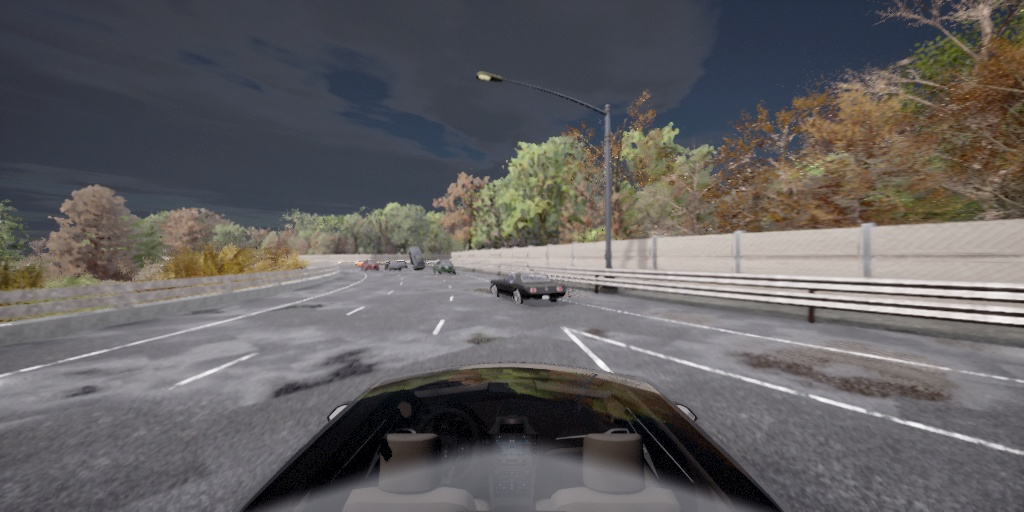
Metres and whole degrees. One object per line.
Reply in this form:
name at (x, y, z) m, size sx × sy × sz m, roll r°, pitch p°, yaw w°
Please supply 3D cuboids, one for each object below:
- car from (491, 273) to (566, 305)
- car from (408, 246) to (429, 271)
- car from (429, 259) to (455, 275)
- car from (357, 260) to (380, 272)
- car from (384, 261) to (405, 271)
car at (0.545, 1.411, 16.613) m, size 1.895 × 1.301 × 4.718 m, roll 0°, pitch 0°, yaw -22°
car at (-15.284, 0.248, 57.814) m, size 1.994 × 4.181 × 1.385 m, roll -8°, pitch -16°, yaw -43°
car at (-8.286, 1.335, 43.265) m, size 2.097 × 1.767 × 4.553 m, roll 0°, pitch 0°, yaw -22°
car at (-22.303, 1.481, 56.208) m, size 2.097 × 1.767 × 4.553 m, roll 0°, pitch 0°, yaw -33°
car at (-19.326, 1.682, 58.050) m, size 1.994 × 1.385 × 4.181 m, roll 0°, pitch 0°, yaw -33°
